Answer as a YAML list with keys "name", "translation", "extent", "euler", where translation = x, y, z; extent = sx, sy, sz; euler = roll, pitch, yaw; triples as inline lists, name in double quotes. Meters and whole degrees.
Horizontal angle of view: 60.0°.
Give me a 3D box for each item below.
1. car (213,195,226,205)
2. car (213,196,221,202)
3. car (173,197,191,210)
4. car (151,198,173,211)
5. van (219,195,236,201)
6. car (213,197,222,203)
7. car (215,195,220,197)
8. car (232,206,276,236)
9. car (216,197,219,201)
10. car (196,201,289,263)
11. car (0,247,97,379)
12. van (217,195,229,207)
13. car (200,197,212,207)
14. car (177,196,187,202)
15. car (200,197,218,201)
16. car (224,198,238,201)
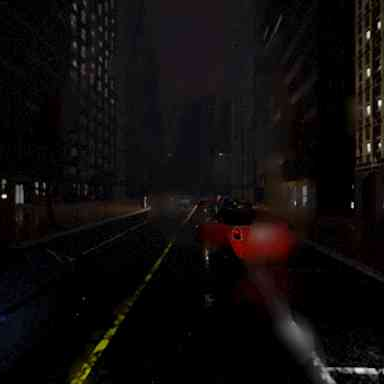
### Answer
- name: "car"
  translation: [5.313, 1.453, 64.475]
  extent: [2.192, 1.841, 5.009]
  euler: [1, 0, 2]
- name: "car"
  translation: [6.008, 1.695, 81.554]
  extent: [1.752, 1.417, 4.829]
  euler: [1, 0, 2]
- name: "car"
  translation: [-1.232, 1.701, 45.957]
  extent: [1.895, 1.301, 4.718]
  euler: [0, 0, 3]
- name: "car"
  translation: [-3.983, 1.532, 42.241]
  extent: [1.967, 1.590, 4.097]
  euler: [1, 0, 2]
- name: "van"
  translation: [4.162, 1.424, 36.291]
  extent: [1.690, 1.788, 3.998]
  euler: [1, 0, 2]
- name: "car"
  translation: [5.770, 1.741, 75.748]
  extent: [1.802, 1.307, 4.206]
  euler: [1, 0, 2]
- name: "car"
  translation: [4.622, 1.420, 47.564]
  extent: [2.192, 1.841, 5.009]
  euler: [1, 0, 2]
- name: "car"
  translation: [3.470, 1.590, 19.380]
  extent: [1.887, 1.381, 4.507]
  euler: [1, 0, 2]
- name: "car"
  translation: [4.390, 1.645, 41.927]
  extent: [2.008, 1.369, 4.403]
  euler: [1, 0, 2]
- name: "car"
  translation: [1.670, 1.381, 12.373]
  extent: [2.097, 1.767, 4.553]
  euler: [0, 0, -14]
- name: "car"
  translation: [-2.939, 1.558, 4.591]
  extent: [2.033, 1.411, 5.357]
  euler: [0, 0, 2]
- name: "van"
  translation: [4.853, 1.457, 53.202]
  extent: [1.690, 1.788, 3.998]
  euler: [1, 0, 2]
- name: "car"
  translation: [2.376, 1.668, 56.257]
  extent: [2.033, 1.411, 5.357]
  euler: [0, 0, 2]
- name: "car"
  translation: [-2.374, 1.718, 81.707]
  extent: [2.008, 1.369, 4.403]
  euler: [1, 0, 2]
- name: "car"
  translation: [1.474, 1.583, 34.314]
  extent: [1.837, 1.490, 4.892]
  euler: [0, 0, 2]
- name: "car"
  translation: [3.701, 1.498, 25.018]
  extent: [1.967, 1.590, 4.097]
  euler: [1, 0, 2]
